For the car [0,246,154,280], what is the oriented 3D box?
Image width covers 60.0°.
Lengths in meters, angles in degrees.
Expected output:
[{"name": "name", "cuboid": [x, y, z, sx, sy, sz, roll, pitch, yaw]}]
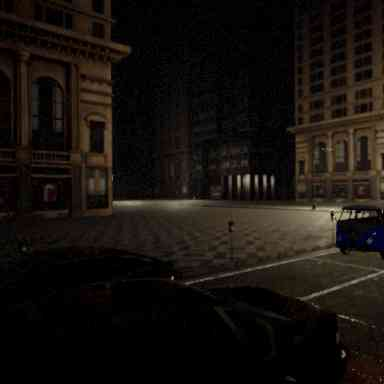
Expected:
[{"name": "car", "cuboid": [-2.187, 1.590, 5.088, 4.313, 1.339, 1.947, 0, 0, -37]}]

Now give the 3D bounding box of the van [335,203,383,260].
[{"name": "van", "cuboid": [6.763, 1.308, 11.954, 3.998, 1.788, 1.690, 0, 0, -37]}]

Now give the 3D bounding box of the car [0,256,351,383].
[{"name": "car", "cuboid": [-0.833, 1.559, 2.642, 5.357, 1.411, 2.033, 0, 0, -37]}]
